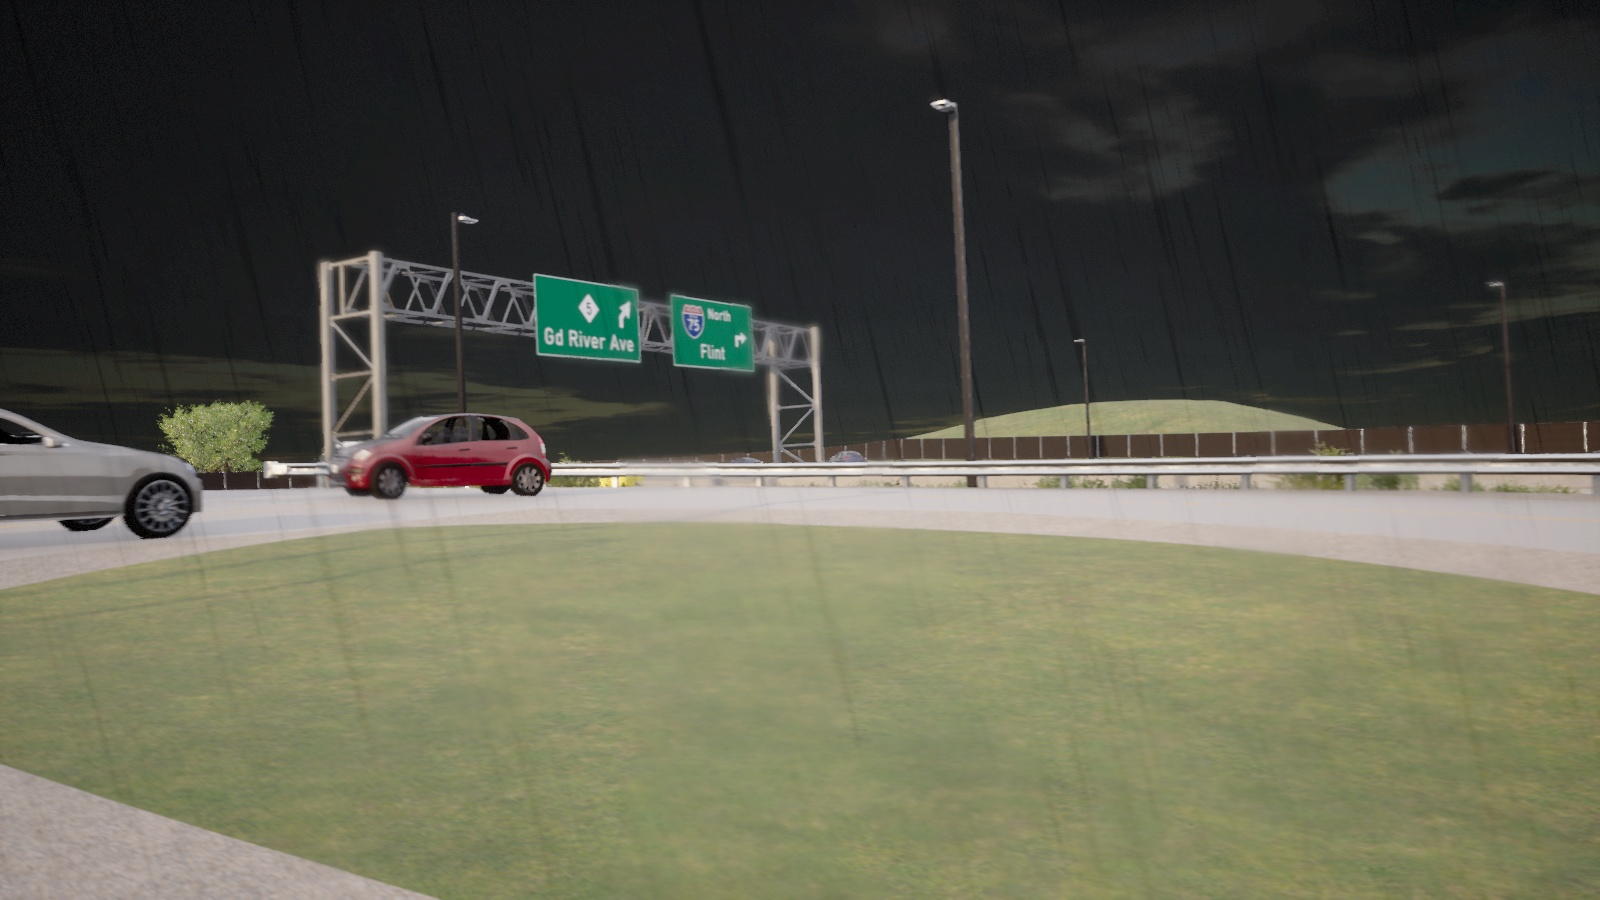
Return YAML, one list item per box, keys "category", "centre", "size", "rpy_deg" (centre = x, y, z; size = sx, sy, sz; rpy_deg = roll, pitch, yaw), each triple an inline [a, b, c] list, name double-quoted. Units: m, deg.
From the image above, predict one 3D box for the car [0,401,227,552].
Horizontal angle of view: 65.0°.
- category: "car"
  centre: [-9.579, 0.291, 14.408]
  size: [2.152, 1.651, 5.027]
  rpy_deg: [0, 1, 36]

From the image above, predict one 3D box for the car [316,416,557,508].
- category: "car"
  centre: [-6.885, 0.185, 23.969]
  size: [3.988, 1.617, 1.851]
  rpy_deg: [-1, 0, -38]
